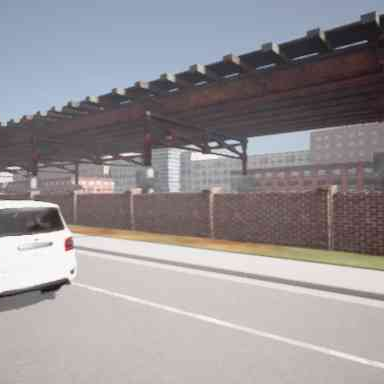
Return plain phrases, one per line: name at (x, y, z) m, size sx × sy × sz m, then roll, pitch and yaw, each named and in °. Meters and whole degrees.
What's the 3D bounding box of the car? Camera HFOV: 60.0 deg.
car at (-4.979, 1.194, 7.549) m, size 5.566 × 2.045 × 2.150 m, roll 0°, pitch 0°, yaw 36°
